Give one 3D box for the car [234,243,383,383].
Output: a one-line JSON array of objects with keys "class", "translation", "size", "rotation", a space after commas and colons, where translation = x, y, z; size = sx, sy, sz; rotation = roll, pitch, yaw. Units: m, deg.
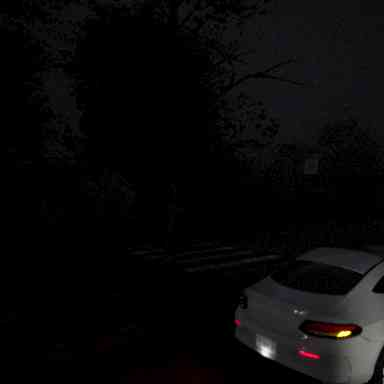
[{"class": "car", "translation": [2.704, 1.527, 5.061], "size": [4.674, 1.442, 1.812], "rotation": [0, 0, -35]}]
